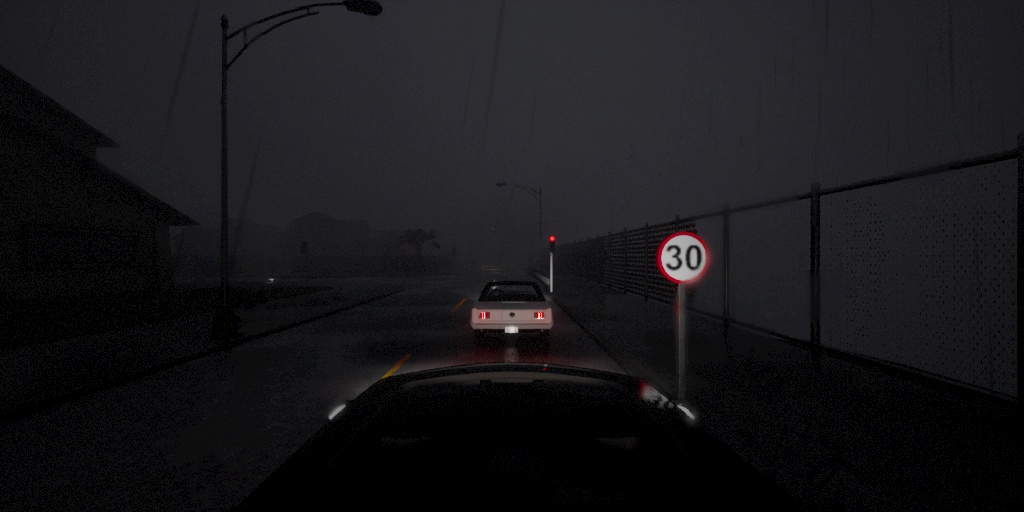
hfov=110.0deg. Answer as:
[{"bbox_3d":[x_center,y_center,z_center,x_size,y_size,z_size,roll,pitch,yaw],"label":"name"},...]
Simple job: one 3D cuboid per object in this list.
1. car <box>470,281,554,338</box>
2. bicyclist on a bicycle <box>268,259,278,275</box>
[{"bbox_3d":[-0.002,1.351,10.186,1.895,1.301,4.718,0,0,0],"label":"car"},{"bbox_3d":[-24.322,1.099,36.495,0.582,1.620,1.656,0,0,0],"label":"bicyclist on a bicycle"}]
